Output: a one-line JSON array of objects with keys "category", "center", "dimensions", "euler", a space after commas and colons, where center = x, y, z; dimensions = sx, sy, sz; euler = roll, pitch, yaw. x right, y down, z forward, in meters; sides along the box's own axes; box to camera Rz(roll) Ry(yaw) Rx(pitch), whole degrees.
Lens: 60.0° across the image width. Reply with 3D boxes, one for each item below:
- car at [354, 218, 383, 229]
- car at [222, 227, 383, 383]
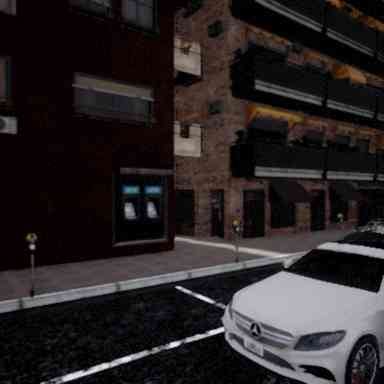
[{"category": "car", "center": [6.912, 1.580, 11.500], "dimensions": [4.403, 1.369, 2.008], "euler": [0, 0, -36]}, {"category": "car", "center": [2.608, 1.537, 5.230], "dimensions": [4.674, 1.442, 1.812], "euler": [0, 0, -36]}]
